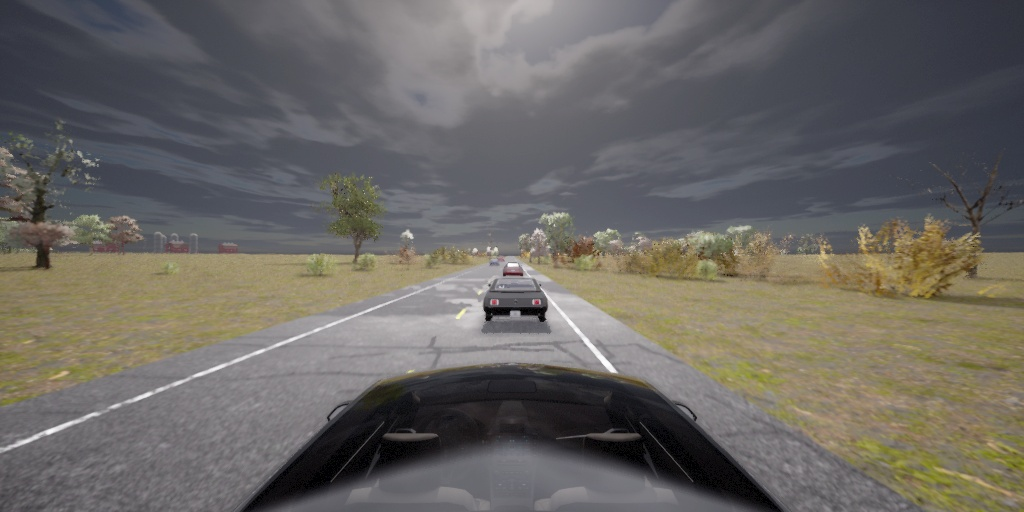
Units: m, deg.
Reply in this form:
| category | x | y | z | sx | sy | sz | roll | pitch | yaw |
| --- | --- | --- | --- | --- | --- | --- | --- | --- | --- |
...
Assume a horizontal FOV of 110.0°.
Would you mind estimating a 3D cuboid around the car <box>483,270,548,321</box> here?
| category | x | y | z | sx | sy | sz | roll | pitch | yaw |
| --- | --- | --- | --- | --- | --- | --- | --- | --- | --- |
| car | 0.101 | 1.350 | 12.431 | 1.895 | 1.301 | 4.718 | 0 | 0 | 0 |

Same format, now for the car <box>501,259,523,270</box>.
| category | x | y | z | sx | sy | sz | roll | pitch | yaw |
| --- | --- | --- | --- | --- | --- | --- | --- | --- | --- |
| car | 0.102 | 1.307 | 34.991 | 1.994 | 1.385 | 4.181 | 0 | 0 | 0 |
